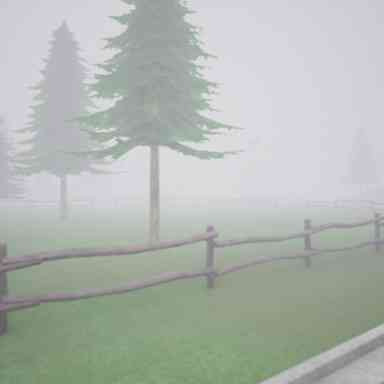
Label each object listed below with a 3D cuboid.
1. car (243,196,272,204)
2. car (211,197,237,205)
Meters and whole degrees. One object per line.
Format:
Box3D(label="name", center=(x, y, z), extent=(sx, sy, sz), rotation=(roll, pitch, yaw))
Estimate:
Box3D(label="car", center=(11.141, 1.422, 56.693), extent=(5.008, 1.535, 1.882), rotation=(0, 0, 30))
Box3D(label="car", center=(5.382, 1.516, 55.882), extent=(4.181, 1.385, 1.994), rotation=(0, 0, 21))
